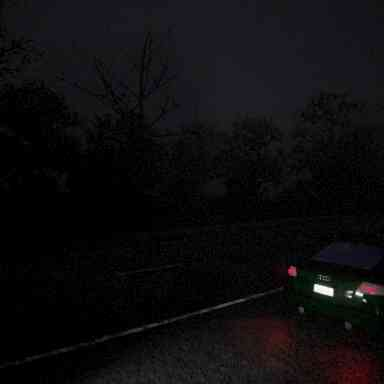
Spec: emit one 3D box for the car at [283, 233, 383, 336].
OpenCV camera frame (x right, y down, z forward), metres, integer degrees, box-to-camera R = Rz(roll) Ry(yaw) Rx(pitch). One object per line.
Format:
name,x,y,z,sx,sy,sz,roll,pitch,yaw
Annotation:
car,3.713,1.499,6.458,4.181,1.385,1.994,-1,1,-36
